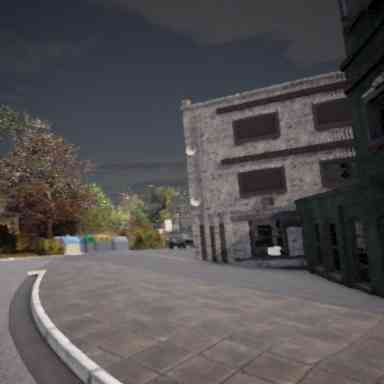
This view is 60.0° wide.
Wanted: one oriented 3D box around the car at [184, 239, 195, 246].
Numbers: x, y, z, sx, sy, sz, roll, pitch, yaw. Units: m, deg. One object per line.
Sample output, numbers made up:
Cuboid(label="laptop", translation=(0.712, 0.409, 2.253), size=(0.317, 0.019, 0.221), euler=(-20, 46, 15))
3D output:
Cuboid(label="car", translation=(-0.692, 12.592, 83.354), size=(1.812, 1.442, 4.674), euler=(-4, -6, -12))

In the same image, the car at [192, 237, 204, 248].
Cuboid(label="car", translation=(1.229, 9.631, 63.794), size=(2.097, 1.767, 4.553), euler=(-5, -9, 1))

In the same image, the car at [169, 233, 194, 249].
Cuboid(label="car", translation=(-1.489, 6.758, 45.878), size=(2.150, 2.045, 5.566), euler=(-7, -10, 15))
